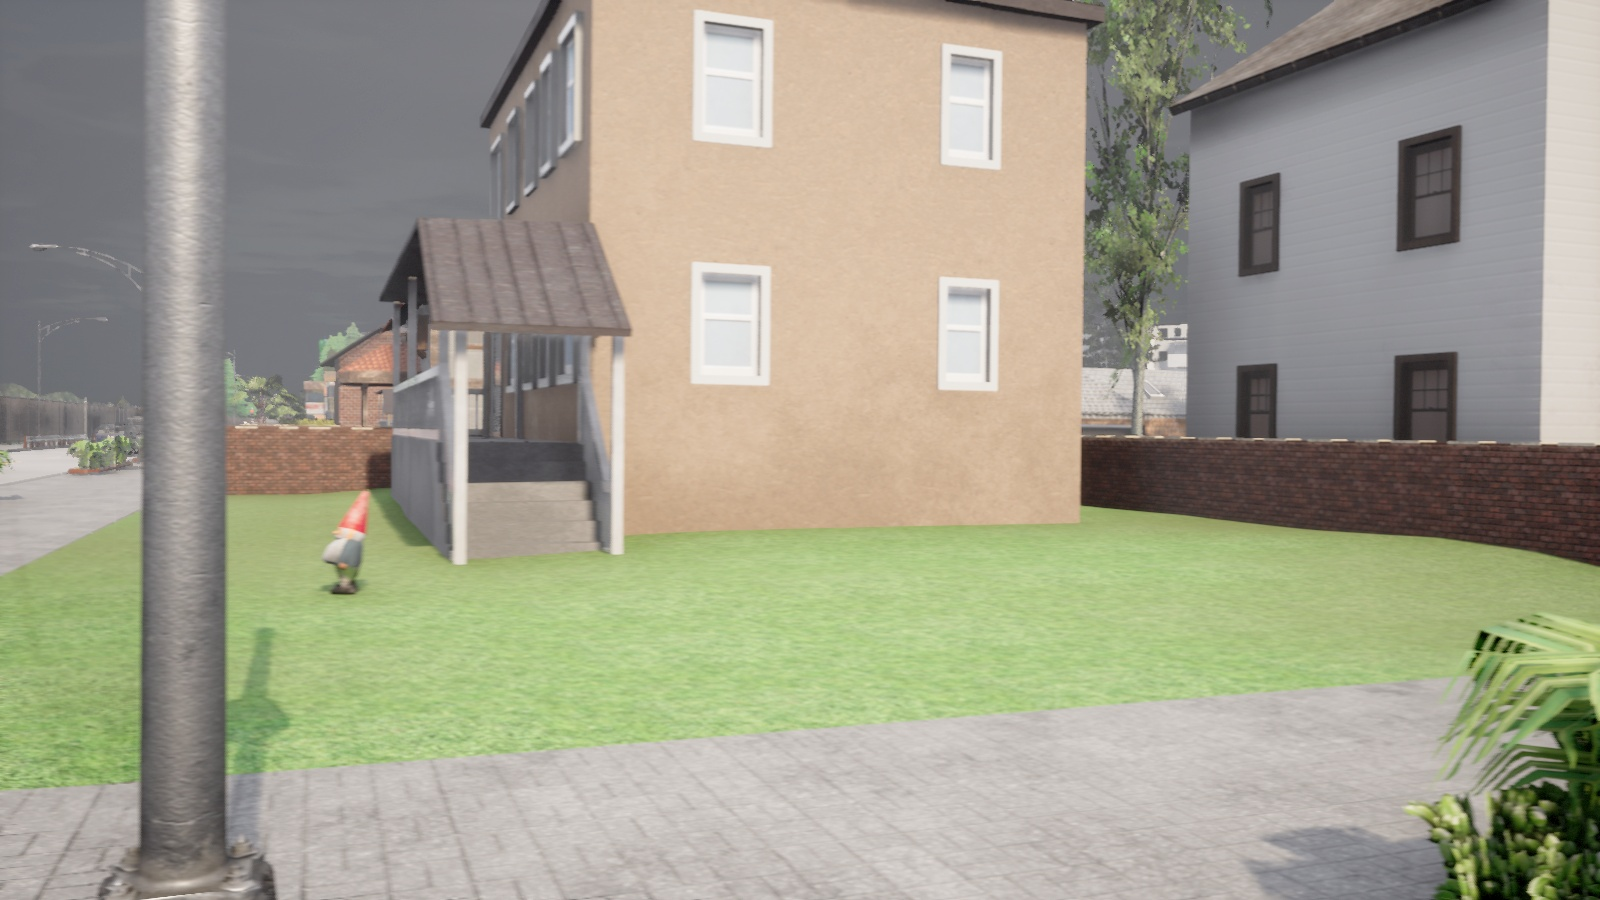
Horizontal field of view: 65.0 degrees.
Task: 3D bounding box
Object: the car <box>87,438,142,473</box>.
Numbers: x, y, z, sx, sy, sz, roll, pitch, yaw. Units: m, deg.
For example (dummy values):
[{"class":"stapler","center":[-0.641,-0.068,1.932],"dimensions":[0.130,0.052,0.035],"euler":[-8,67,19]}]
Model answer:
[{"class":"car","center":[-32.281,0.220,59.232],"dimensions":[1.789,1.549,3.705],"euler":[-1,1,-21]}]
